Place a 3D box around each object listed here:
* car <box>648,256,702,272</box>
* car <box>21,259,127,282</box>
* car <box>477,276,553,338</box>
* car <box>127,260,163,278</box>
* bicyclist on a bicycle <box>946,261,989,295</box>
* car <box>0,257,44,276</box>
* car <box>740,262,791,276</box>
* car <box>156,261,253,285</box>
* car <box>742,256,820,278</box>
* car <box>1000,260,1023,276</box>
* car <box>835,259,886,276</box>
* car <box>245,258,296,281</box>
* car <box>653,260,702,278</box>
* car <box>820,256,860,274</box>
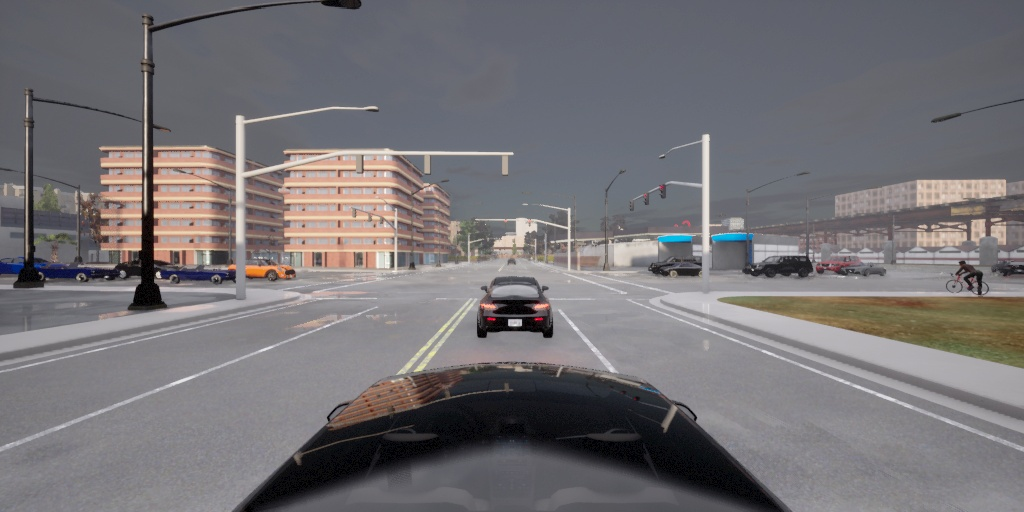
[{"bbox_3d":[17.195,0.971,37.376,5.566,2.045,2.150,0,0,1],"label":"car"},{"bbox_3d":[-30.072,1.088,24.705,4.718,1.301,1.895,1,0,1],"label":"car"},{"bbox_3d":[0.075,1.276,10.056,1.812,1.442,4.674,0,0,0],"label":"car"},{"bbox_3d":[-28.234,1.021,28.172,4.892,1.490,1.837,1,0,1],"label":"car"},{"bbox_3d":[21.913,1.050,17.291,0.582,1.620,1.656,0,0,0],"label":"bicyclist on a bicycle"},{"bbox_3d":[-38.167,0.821,28.364,5.008,1.535,1.882,1,0,1],"label":"car"},{"bbox_3d":[26.594,1.314,37.730,4.181,1.385,1.994,0,0,-8],"label":"car"},{"bbox_3d":[-20.958,1.220,24.538,4.718,1.301,1.895,1,0,2],"label":"car"},{"bbox_3d":[25.459,0.971,34.071,5.566,2.045,2.150,0,0,-5],"label":"car"},{"bbox_3d":[50.213,1.228,35.335,5.008,1.535,1.882,0,0,-33],"label":"car"},{"bbox_3d":[35.253,1.314,36.009,4.181,1.385,1.994,0,0,-18],"label":"car"},{"bbox_3d":[-19.458,0.986,28.007,4.553,1.767,2.097,1,0,1],"label":"car"},{"bbox_3d":[16.106,1.314,33.943,4.181,1.385,1.994,0,0,0],"label":"car"},{"bbox_3d":[36.633,0.971,40.103,5.566,2.045,2.150,0,0,-22],"label":"car"}]
